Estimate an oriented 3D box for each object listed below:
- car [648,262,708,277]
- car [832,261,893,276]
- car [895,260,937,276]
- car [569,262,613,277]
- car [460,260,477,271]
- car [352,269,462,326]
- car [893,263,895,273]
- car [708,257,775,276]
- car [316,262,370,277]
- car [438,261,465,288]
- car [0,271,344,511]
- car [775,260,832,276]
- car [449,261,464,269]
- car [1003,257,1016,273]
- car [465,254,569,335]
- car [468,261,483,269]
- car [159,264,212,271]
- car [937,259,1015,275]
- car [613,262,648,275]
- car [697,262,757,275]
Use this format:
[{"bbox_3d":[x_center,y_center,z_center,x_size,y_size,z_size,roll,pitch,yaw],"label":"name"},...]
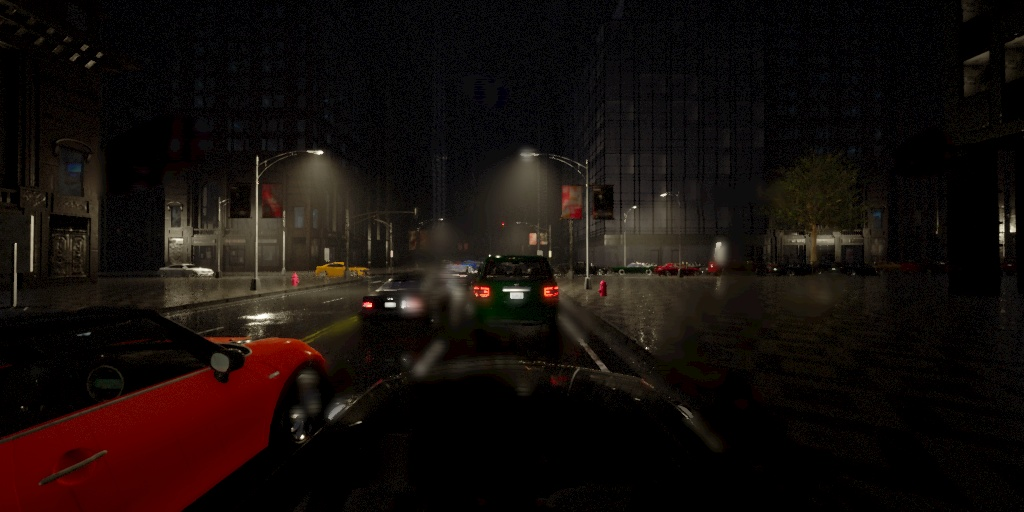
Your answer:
[{"bbox_3d":[15.370,1.326,33.330,4.207,1.307,1.802,0,0,-1],"label":"car"},{"bbox_3d":[32.283,1.258,33.563,4.313,1.339,1.948,0,0,-1],"label":"car"},{"bbox_3d":[42.571,1.178,36.336,5.008,1.535,1.882,0,-1,0],"label":"car"},{"bbox_3d":[7.146,1.308,35.787,4.892,1.490,1.837,0,-1,-1],"label":"car"},{"bbox_3d":[-6.500,1.454,53.871,1.882,1.535,5.008,0,0,0],"label":"car"},{"bbox_3d":[-3.120,1.306,11.714,2.033,1.411,5.357,0,0,0],"label":"car"},{"bbox_3d":[43.278,1.293,42.240,4.829,1.417,1.751,0,0,-1],"label":"car"},{"bbox_3d":[21.009,1.039,33.408,5.009,1.841,2.192,0,0,-1],"label":"car"},{"bbox_3d":[-16.447,1.369,34.976,5.008,1.535,1.882,0,-1,6],"label":"car"},{"bbox_3d":[-3.121,1.278,21.451,2.128,1.511,4.902,0,0,0],"label":"car"},{"bbox_3d":[-3.147,1.102,2.302,2.097,1.767,4.553,0,0,0],"label":"car"},{"bbox_3d":[26.646,1.274,33.485,4.313,1.339,1.948,0,0,-1],"label":"car"},{"bbox_3d":[-9.711,1.567,63.178,1.812,1.442,4.674,0,0,1],"label":"car"},{"bbox_3d":[49.198,0.971,33.797,5.009,1.841,2.192,0,0,-1],"label":"car"},{"bbox_3d":[0.115,0.978,10.630,2.150,2.045,5.566,0,0,0],"label":"car"},{"bbox_3d":[-6.451,1.596,64.033,2.033,1.411,5.357,0,0,1],"label":"car"},{"bbox_3d":[-32.205,1.495,35.449,4.674,1.442,1.812,0,-1,0],"label":"car"},{"bbox_3d":[43.559,1.212,33.719,4.507,1.381,1.888,0,0,-1],"label":"car"},{"bbox_3d":[13.214,1.420,39.075,4.718,1.301,1.895,0,-1,0],"label":"car"},{"bbox_3d":[23.464,1.333,39.222,5.357,1.411,2.033,0,-1,-1],"label":"car"}]
